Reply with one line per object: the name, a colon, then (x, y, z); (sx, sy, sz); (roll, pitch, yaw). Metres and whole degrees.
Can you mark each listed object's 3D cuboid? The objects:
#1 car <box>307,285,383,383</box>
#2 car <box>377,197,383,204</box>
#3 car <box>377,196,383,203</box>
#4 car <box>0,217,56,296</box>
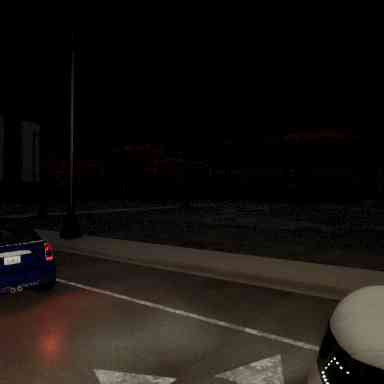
car: (3.453, 1.222, 1.525); (5.566, 2.045, 2.150); (0, 0, 36)
car: (39.887, 1.735, 67.930); (2.038, 1.542, 4.974); (1, 1, 6)
car: (39.894, 1.577, 67.980); (1.853, 1.218, 4.536); (1, 1, 6)
car: (-5.222, 1.347, 7.726); (4.553, 1.767, 2.097); (0, 0, 36)
